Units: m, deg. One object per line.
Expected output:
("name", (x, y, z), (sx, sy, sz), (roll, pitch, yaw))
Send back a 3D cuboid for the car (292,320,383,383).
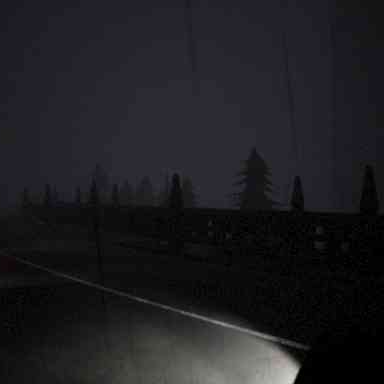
("car", (2.792, 1.575, 2.148), (4.181, 1.385, 1.994), (0, 0, 35))
